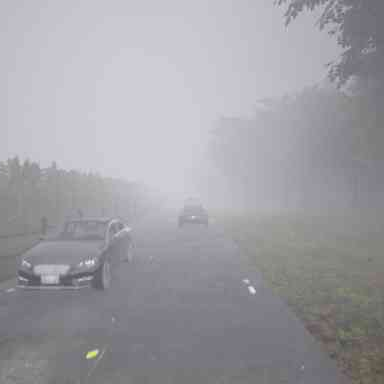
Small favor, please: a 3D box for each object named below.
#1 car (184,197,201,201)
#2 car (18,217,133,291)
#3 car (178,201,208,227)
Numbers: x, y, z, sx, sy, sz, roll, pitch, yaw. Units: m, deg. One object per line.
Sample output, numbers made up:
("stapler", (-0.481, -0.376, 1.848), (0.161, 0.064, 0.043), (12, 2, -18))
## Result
("car", (0.079, 1.406, 39.889), (2.097, 1.767, 4.553), (0, 0, 0))
("car", (-2.847, 1.488, 9.120), (2.128, 1.511, 4.902), (0, 0, 0))
("car", (0.088, 1.568, 22.998), (1.994, 1.385, 4.181), (0, 0, 0))
